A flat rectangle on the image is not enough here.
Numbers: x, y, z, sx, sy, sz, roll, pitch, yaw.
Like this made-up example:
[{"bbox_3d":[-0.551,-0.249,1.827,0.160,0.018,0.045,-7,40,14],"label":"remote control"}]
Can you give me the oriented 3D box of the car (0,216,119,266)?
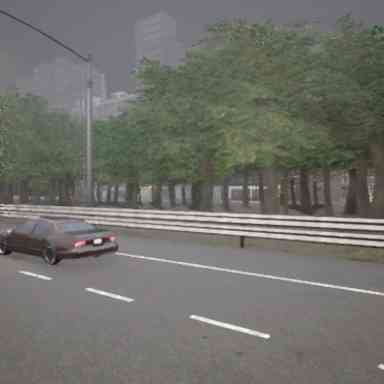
[{"bbox_3d":[-4.944,1.576,11.703,5.357,1.411,2.033,0,0,36],"label":"car"}]
